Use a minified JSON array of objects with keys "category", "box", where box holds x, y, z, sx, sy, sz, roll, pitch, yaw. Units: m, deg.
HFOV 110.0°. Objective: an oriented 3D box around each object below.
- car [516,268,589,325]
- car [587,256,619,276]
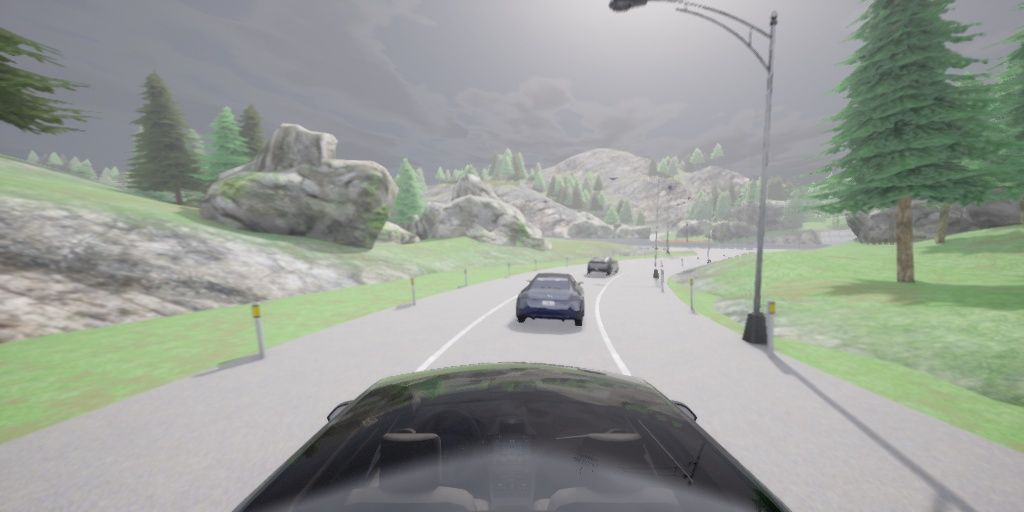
[{"category":"car","box":[1.376,1.233,11.760,1.994,1.385,4.181,1,1,11]},{"category":"car","box":[7.599,0.732,29.733,2.128,1.511,4.902,3,3,27]}]
